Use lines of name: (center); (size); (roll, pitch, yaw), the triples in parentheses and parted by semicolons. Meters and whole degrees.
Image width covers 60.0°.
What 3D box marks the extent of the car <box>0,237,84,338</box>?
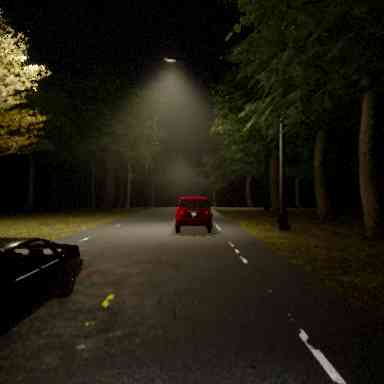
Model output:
car: (-3.557, 1.560, 5.869); (2.033, 1.411, 5.357); (0, 0, 1)

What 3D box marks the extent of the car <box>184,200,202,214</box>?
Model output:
car: (0.103, 1.789, 41.214); (2.128, 1.511, 4.902); (0, -1, 0)

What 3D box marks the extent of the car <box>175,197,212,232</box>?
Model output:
car: (0.102, 1.334, 21.133); (2.150, 2.045, 5.566); (0, 0, 0)
